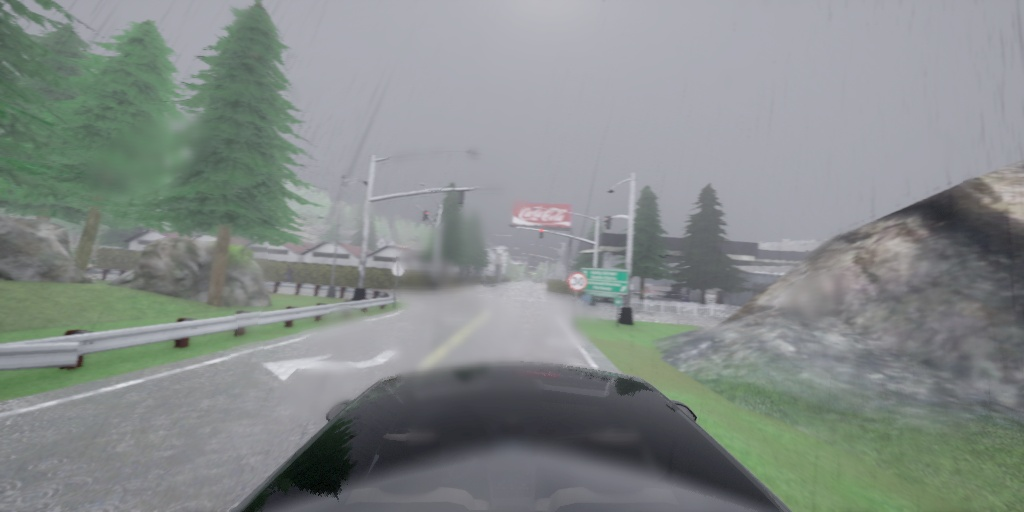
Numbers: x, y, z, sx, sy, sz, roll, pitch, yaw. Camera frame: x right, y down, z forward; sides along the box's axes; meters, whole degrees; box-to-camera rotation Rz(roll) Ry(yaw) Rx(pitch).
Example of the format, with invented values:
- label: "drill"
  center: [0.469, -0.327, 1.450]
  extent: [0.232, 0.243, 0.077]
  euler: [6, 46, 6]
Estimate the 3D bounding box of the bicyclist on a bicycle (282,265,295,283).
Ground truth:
- label: "bicyclist on a bicycle"
  center: [-20.407, 1.643, 32.824]
  extent: [0.582, 1.620, 1.656]
  euler: [4, -3, 3]
